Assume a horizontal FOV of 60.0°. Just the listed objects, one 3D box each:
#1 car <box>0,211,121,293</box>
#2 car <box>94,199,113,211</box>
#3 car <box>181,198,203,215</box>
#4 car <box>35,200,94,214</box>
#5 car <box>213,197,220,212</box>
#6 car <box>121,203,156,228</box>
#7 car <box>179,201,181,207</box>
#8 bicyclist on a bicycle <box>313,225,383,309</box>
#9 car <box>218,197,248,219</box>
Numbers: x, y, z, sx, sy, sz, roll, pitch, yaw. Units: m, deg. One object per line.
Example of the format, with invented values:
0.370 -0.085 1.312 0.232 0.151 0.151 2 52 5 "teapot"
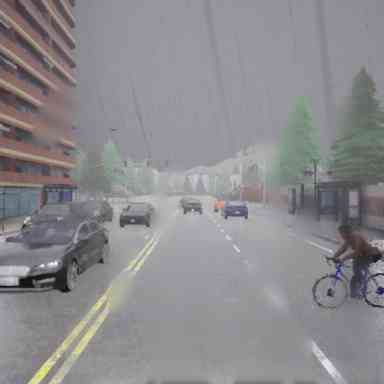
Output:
-3.585 1.492 8.983 2.128 1.511 4.902 0 0 0 "car"
-6.982 1.393 23.406 2.097 1.767 4.553 0 0 0 "car"
0.092 1.504 34.654 1.837 1.490 4.892 0 0 0 "car"
-7.077 1.351 17.750 2.097 1.767 4.553 0 0 0 "car"
3.607 1.351 38.062 2.097 1.767 4.553 0 0 0 "car"
-3.564 1.477 22.510 1.882 1.535 5.008 0 0 0 "car"
-0.682 1.532 47.607 2.033 1.411 5.357 0 0 -9 "car"
3.116 1.450 6.373 1.656 1.620 0.582 -2 0 0 "bicyclist on a bicycle"
3.618 1.477 28.842 1.882 1.535 5.008 0 0 0 "car"
